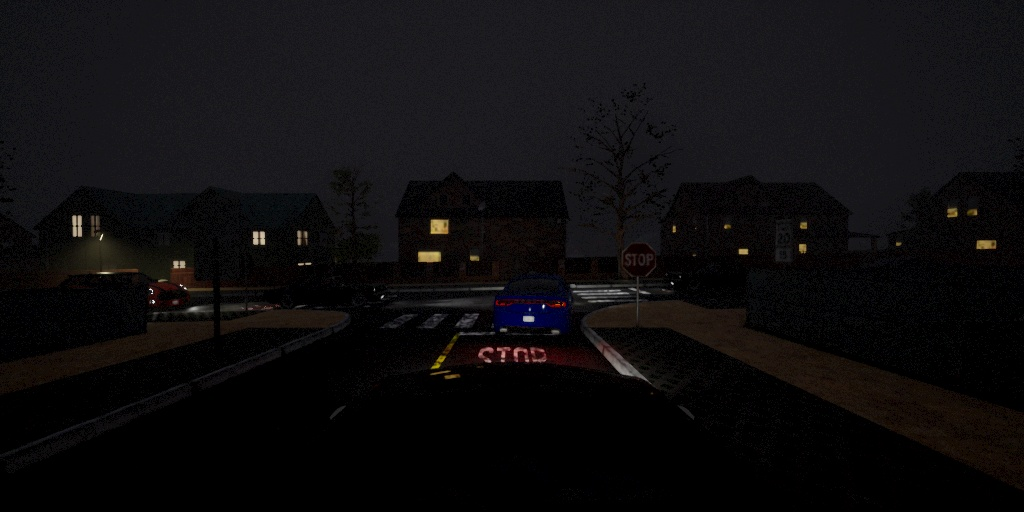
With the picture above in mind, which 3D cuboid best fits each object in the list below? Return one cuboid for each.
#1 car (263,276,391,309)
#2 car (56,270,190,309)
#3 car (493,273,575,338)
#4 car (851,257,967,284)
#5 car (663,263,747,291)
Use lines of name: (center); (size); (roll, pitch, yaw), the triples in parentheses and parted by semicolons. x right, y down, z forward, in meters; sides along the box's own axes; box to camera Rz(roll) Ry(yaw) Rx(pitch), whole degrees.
car: (-7.812, 1.506, 15.496); (4.718, 1.301, 1.895); (-1, 1, 0)
car: (-16.799, 1.472, 15.488); (4.553, 1.767, 2.097); (-1, 1, 0)
car: (0.786, 1.227, 10.289); (1.882, 1.535, 5.008); (0, 0, 10)
car: (20.055, 0.754, 18.461); (5.357, 1.411, 2.033); (-1, 1, 0)
car: (10.410, 1.034, 18.424); (4.718, 1.301, 1.895); (-1, 1, -1)
